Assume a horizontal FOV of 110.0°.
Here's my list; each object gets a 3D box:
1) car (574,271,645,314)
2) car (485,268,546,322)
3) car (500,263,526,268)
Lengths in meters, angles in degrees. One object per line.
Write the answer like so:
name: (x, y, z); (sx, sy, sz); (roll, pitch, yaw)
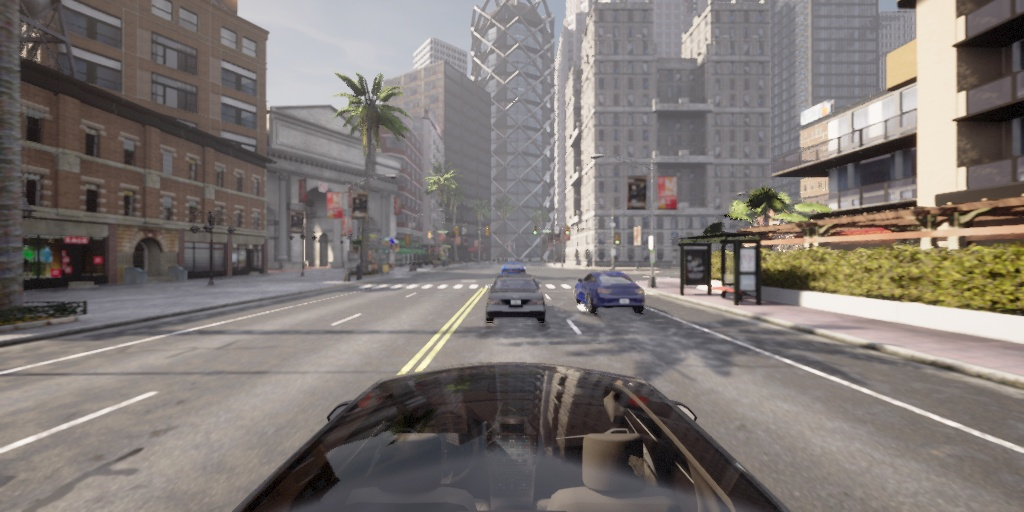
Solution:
car: (3.603, 1.293, 13.802); (1.812, 1.442, 4.674); (0, 0, 0)
car: (0.104, 1.313, 12.300); (2.033, 1.411, 5.357); (0, 0, 0)
car: (0.106, 1.266, 28.286); (1.882, 1.535, 5.008); (0, 0, 0)
